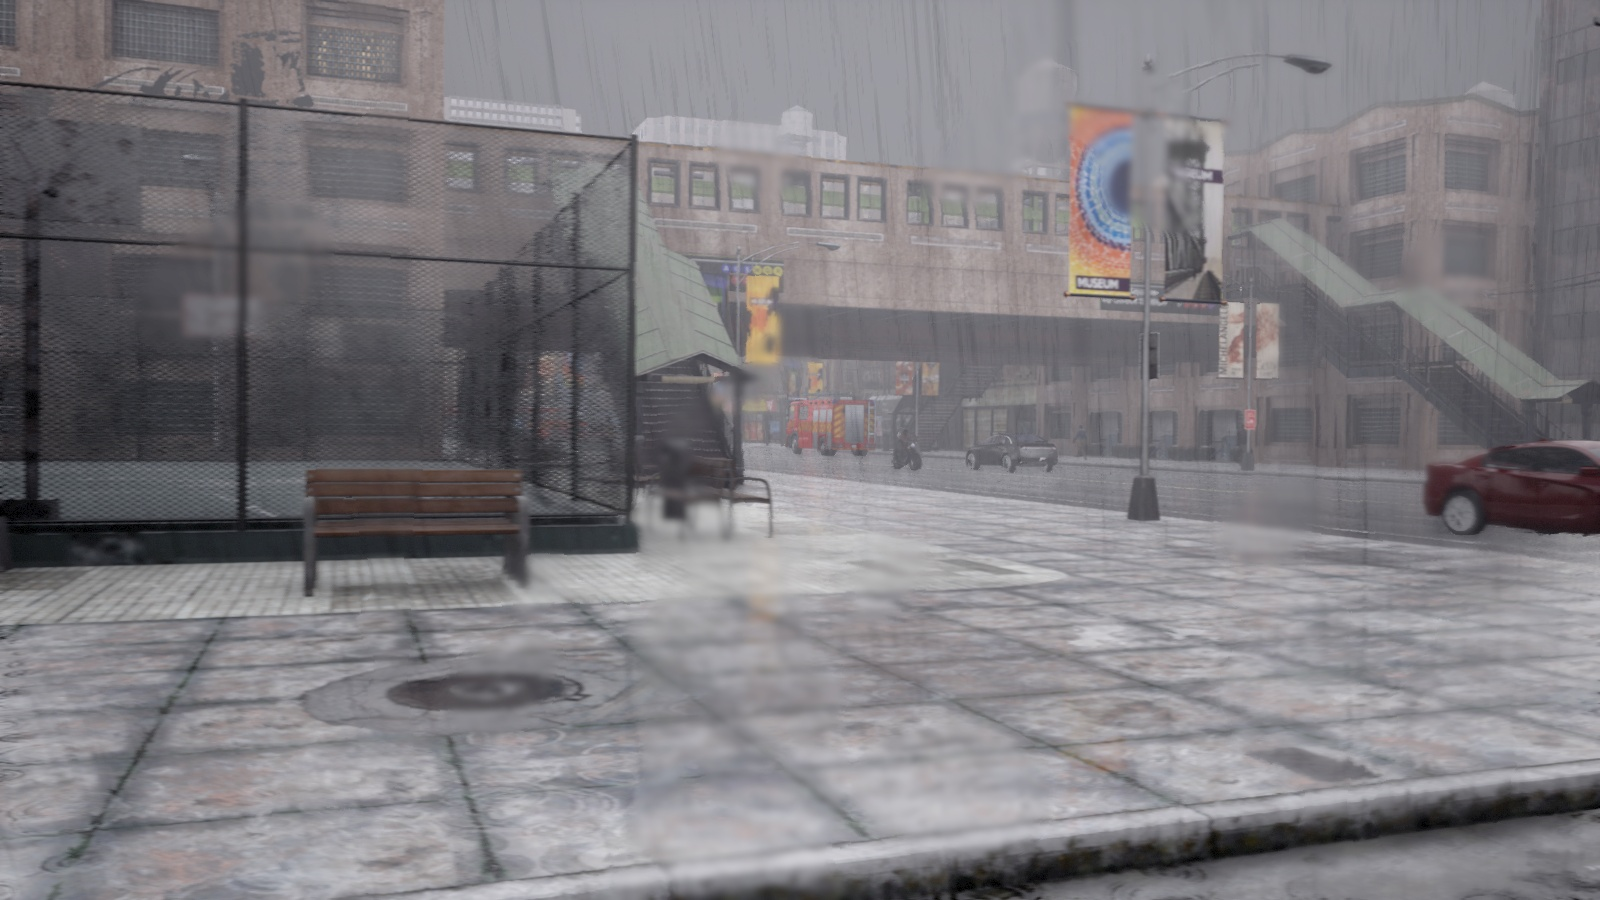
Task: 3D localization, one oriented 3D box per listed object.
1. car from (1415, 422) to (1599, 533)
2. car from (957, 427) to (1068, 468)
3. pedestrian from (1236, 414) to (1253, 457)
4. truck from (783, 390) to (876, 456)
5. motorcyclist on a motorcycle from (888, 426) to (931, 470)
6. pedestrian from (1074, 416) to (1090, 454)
[{"bbox_3d":[11.679,0.353,18.286,1.882,1.535,5.008,-1,1,-20],"label":"car"},{"bbox_3d":[8.177,-0.126,48.868,2.128,1.511,4.902,-1,1,-20],"label":"car"},{"bbox_3d":[19.306,-0.638,54.531,0.431,1.840,0.703,-1,1,-8],"label":"pedestrian"},{"bbox_3d":[1.700,-1.643,77.650,2.891,3.827,8.468,-1,1,-20],"label":"truck"},{"bbox_3d":[4.295,-0.097,49.354,0.766,1.649,2.350,-1,1,-19],"label":"motorcyclist on a motorcycle"},{"bbox_3d":[14.562,-0.754,64.879,0.423,1.949,0.788,-1,1,-26],"label":"pedestrian"}]
